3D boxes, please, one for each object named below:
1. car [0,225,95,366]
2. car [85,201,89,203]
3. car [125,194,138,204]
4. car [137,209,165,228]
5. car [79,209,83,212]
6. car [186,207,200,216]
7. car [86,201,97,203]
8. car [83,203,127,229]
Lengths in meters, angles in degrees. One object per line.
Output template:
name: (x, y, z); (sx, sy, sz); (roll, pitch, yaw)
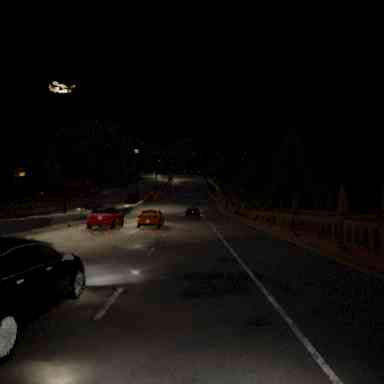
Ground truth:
car: (-3.401, 1.568, 5.862); (1.837, 1.490, 4.892); (0, -1, 0)
car: (-21.023, 2.532, 69.026); (1.994, 1.385, 4.181); (0, 3, 0)
car: (-14.025, 1.639, 77.245); (2.150, 2.045, 5.566); (0, 4, 0)
car: (-3.409, 2.169, 28.057); (1.882, 1.535, 5.008); (0, -2, 0)
car: (-14.064, 2.664, 45.804); (1.882, 1.535, 5.008); (0, -2, 0)
car: (0.085, 2.824, 48.518); (1.994, 1.385, 4.181); (0, -2, 0)
car: (-17.533, 2.853, 60.759); (1.994, 1.385, 4.181); (0, 1, 0)
car: (-6.908, 2.016, 27.062); (2.097, 1.767, 4.553); (0, -2, 0)
